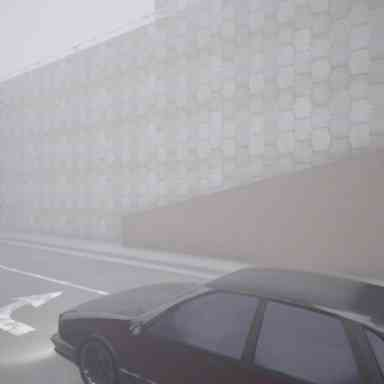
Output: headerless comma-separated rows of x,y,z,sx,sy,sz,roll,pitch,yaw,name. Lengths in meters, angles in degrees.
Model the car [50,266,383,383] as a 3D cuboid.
0.815,1.553,3.410,5.357,1.411,2.033,0,0,35,car
